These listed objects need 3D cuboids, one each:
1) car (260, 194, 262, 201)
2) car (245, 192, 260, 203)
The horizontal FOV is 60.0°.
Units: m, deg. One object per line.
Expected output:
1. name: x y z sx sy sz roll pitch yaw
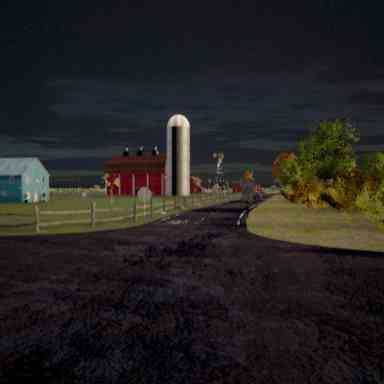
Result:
1. car: 12.689 0.798 65.971 2.097 1.767 4.553 0 0 15
2. car: 9.964 1.023 55.942 1.837 1.490 4.892 0 1 15
